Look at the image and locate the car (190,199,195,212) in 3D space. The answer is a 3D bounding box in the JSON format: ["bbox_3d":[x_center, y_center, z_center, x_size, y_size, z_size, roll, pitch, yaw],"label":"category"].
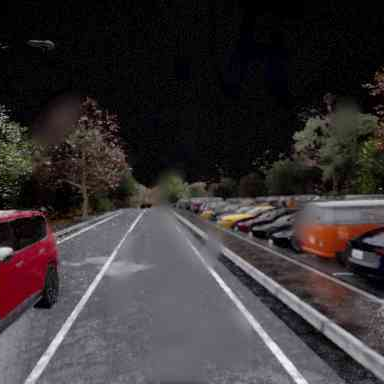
[{"bbox_3d":[2.653,1.886,38.423,5.008,1.535,2.097,-1,-1,-7],"label":"car"}]

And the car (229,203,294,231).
[{"bbox_3d":[4.874,1.627,19.118,4.792,1.488,2.163,-1,-1,-7],"label":"car"}]

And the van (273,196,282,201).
[{"bbox_3d":[14.567,1.514,48.181,4.442,1.987,1.878,-1,-1,-7],"label":"van"}]

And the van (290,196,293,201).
[{"bbox_3d":[15.439,1.427,42.698,4.442,1.987,1.878,-1,-1,-7],"label":"van"}]

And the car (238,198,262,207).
[{"bbox_3d":[12.120,2.279,70.045,4.553,1.767,2.185,-1,-2,-7],"label":"car"}]

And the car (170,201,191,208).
[{"bbox_3d":[-2.956,3.247,85.227,5.366,1.575,1.946,-1,-2,-7],"label":"car"}]

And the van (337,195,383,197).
[{"bbox_3d":[16.718,1.262,31.693,4.442,1.987,1.878,-1,-1,-7],"label":"van"}]

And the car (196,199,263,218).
[{"bbox_3d":[3.436,1.763,30.130,5.366,1.575,1.946,-1,-1,-7],"label":"car"}]

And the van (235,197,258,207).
[{"bbox_3d":[11.946,2.261,72.815,4.442,1.987,1.878,-1,-2,-7],"label":"van"}]

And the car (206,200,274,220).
[{"bbox_3d":[3.934,1.722,27.393,4.892,1.521,2.231,-1,-1,-7],"label":"car"}]

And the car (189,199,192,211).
[{"bbox_3d":[2.341,1.967,41.180,4.674,1.452,2.002,-1,-1,-7],"label":"car"}]

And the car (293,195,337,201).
[{"bbox_3d":[15.614,1.363,39.930,5.566,2.045,2.435,-1,-1,-7],"label":"car"}]

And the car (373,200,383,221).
[{"bbox_3d":[17.256,1.406,26.049,5.008,1.535,2.097,-1,-1,-7],"label":"car"}]

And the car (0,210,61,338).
[{"bbox_3d":[-3.778,1.362,5.262,2.150,2.045,5.566,-1,-1,-7],"label":"car"}]

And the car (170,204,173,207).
[{"bbox_3d":[-1.531,2.603,74.244,5.566,2.045,2.435,-1,-2,-7],"label":"car"}]

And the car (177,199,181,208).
[{"bbox_3d":[0.391,2.368,57.699,4.792,1.488,2.163,-1,-2,-7],"label":"car"}]

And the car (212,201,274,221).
[{"bbox_3d":[4.267,1.680,24.637,4.892,1.521,2.231,-1,-1,-7],"label":"car"}]

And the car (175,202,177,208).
[{"bbox_3d":[-0.213,2.510,63.215,5.008,1.535,2.097,-1,-2,-7],"label":"car"}]

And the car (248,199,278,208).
[{"bbox_3d":[13.105,2.148,61.792,4.892,1.521,2.231,-1,-2,-7],"label":"car"}]

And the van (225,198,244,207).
[{"bbox_3d":[10.658,2.633,83.934,4.442,1.987,1.878,-1,-2,-7],"label":"van"}]

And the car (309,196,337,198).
[{"bbox_3d":[15.977,1.571,37.054,5.008,1.535,2.097,-1,-1,-7],"label":"car"}]

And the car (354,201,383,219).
[{"bbox_3d":[16.931,1.489,28.924,4.674,1.452,2.002,-1,-1,-7],"label":"car"}]

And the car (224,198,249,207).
[{"bbox_3d":[10.901,2.503,81.053,5.566,2.045,2.435,-1,-2,-7],"label":"car"}]

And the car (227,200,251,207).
[{"bbox_3d":[11.014,2.664,78.272,5.366,1.575,1.946,-1,-2,-7],"label":"car"}]

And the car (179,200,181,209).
[{"bbox_3d":[0.744,2.292,54.944,4.674,1.452,2.002,-1,-2,-7],"label":"car"}]

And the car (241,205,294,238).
[{"bbox_3d":[5.194,1.586,16.361,4.792,1.488,2.163,-1,-1,-7],"label":"car"}]

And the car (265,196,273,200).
[{"bbox_3d":[14.391,1.803,50.792,5.008,1.535,2.097,-1,-2,-7],"label":"car"}]

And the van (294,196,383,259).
[{"bbox_3d":[5.974,1.245,10.867,4.442,1.987,1.878,-1,-1,-7],"label":"van"}]

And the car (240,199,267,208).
[{"bbox_3d":[12.454,2.322,67.418,5.008,1.535,2.097,-1,-2,-7],"label":"car"}]

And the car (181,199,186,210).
[{"bbox_3d":[1.719,1.758,46.702,5.566,2.045,2.435,-1,-1,-7],"label":"car"}]

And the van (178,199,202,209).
[{"bbox_3d":[-0.428,2.368,65.991,4.442,1.987,1.878,-1,-2,-7],"label":"van"}]

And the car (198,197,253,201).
[{"bbox_3d":[3.265,1.678,32.907,4.553,1.767,2.185,-1,-1,-7],"label":"car"}]

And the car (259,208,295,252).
[{"bbox_3d":[5.515,1.544,13.604,4.792,1.488,2.163,-1,-1,-7],"label":"car"}]

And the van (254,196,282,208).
[{"bbox_3d":[13.540,1.833,59.062,4.442,1.987,1.878,-1,-2,-7],"label":"van"}]

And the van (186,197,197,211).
[{"bbox_3d":[1.896,1.745,43.927,4.442,1.987,1.878,-1,-1,-7],"label":"van"}]

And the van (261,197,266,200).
[{"bbox_3d":[13.946,1.666,53.535,4.442,1.987,1.878,-1,-2,-7],"label":"van"}]

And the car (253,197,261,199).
[{"bbox_3d":[13.565,1.976,56.269,5.366,1.575,1.946,-1,-2,-7],"label":"car"}]

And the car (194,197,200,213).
[{"bbox_3d":[2.945,1.720,35.664,4.553,1.767,2.185,-1,-1,-7],"label":"car"}]

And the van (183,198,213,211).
[{"bbox_3d":[0.938,1.943,52.182,4.442,1.987,1.878,-1,-2,-7],"label":"van"}]

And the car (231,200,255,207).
[{"bbox_3d":[11.510,2.577,75.545,4.892,1.521,2.231,-1,-2,-7],"label":"car"}]

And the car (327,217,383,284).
[{"bbox_3d":[6.214,1.460,8.095,4.792,1.488,2.163,-1,-1,-7],"label":"car"}]

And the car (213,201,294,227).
[{"bbox_3d":[4.397,1.639,21.858,5.366,1.575,1.946,-1,-1,-7],"label":"car"}]

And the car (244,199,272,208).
[{"bbox_3d":[12.787,2.232,64.542,5.008,1.535,2.097,-1,-2,-7],"label":"car"}]

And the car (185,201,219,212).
[{"bbox_3d":[1.409,2.109,49.429,4.792,1.488,2.163,-1,-1,-7],"label":"car"}]

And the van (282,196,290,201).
[{"bbox_3d":[15.133,1.466,45.325,4.442,1.987,1.878,-1,-1,-7],"label":"van"}]
